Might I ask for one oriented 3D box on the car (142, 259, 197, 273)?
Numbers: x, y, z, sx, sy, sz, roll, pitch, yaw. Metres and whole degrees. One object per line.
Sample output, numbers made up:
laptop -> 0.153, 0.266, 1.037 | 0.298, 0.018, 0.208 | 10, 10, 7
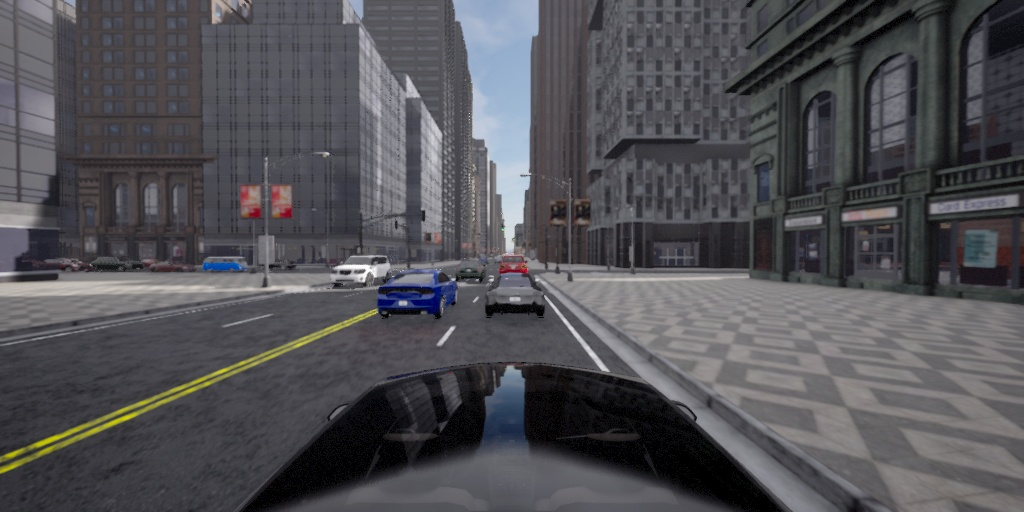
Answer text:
car -> -36.217, 1.191, 38.326 | 4.207, 1.307, 1.802 | 0, 0, 0

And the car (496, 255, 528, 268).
car -> 0.100, 0.938, 28.599 | 2.150, 2.045, 5.566 | 0, 0, 0

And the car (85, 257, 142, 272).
car -> -45.128, 0.872, 41.114 | 4.553, 1.767, 2.097 | 0, 1, 0

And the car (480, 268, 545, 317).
car -> 0.094, 1.298, 13.028 | 1.994, 1.385, 4.181 | 0, 0, 0

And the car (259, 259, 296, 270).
car -> -30.566, 1.085, 46.848 | 4.313, 1.339, 1.948 | 0, 0, 0

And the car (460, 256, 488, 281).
car -> -3.209, 1.069, 28.340 | 2.097, 1.767, 4.553 | 0, 0, -1

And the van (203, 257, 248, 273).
van -> -30.568, 0.979, 38.324 | 3.998, 1.789, 1.690 | 0, 0, 0

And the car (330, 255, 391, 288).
car -> -9.821, 0.944, 23.824 | 2.150, 2.045, 5.566 | 0, 0, 0

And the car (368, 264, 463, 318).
car -> -3.153, 1.212, 12.847 | 1.882, 1.535, 5.008 | 0, 0, 0

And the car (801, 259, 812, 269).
car -> 36.911, 1.183, 44.440 | 4.553, 1.767, 2.097 | 0, 1, 0

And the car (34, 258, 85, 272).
car -> -47.515, 0.985, 38.329 | 4.097, 1.591, 1.967 | 0, 0, 0
